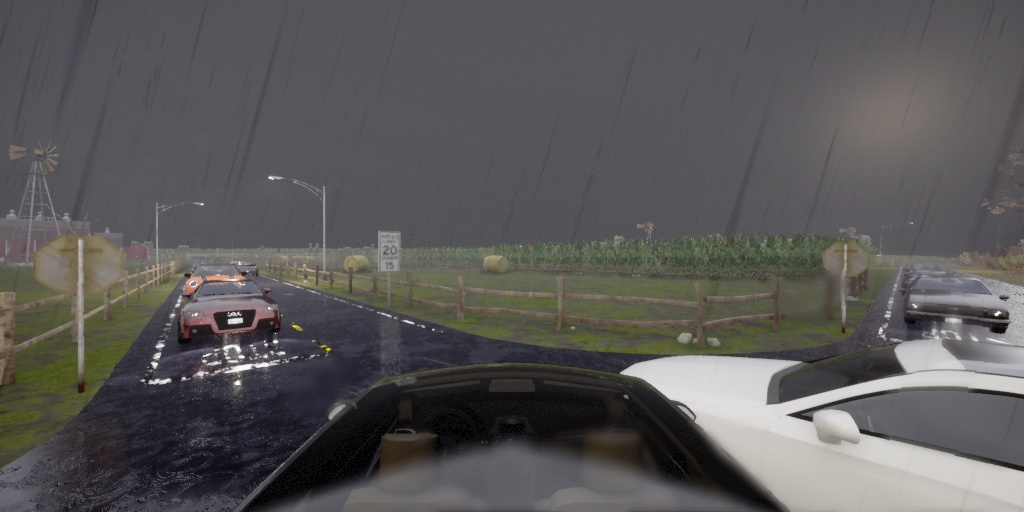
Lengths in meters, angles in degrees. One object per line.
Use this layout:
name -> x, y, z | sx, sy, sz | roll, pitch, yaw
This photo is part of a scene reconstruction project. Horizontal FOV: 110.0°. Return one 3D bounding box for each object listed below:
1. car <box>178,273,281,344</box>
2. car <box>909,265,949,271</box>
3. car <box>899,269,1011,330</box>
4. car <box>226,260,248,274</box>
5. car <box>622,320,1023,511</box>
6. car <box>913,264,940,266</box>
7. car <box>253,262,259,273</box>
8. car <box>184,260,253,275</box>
car -> -7.849, 1.349, 9.931 | 1.994, 1.385, 4.181 | 0, 0, -42
car -> 21.018, 1.364, 17.929 | 4.181, 1.385, 1.994 | 0, 1, -43
car -> 13.622, 1.335, 11.209 | 5.357, 1.411, 2.033 | 0, 1, -42
car -> -33.291, 1.275, 43.348 | 1.837, 1.490, 4.892 | 0, 0, -41
car -> 2.857, 1.293, 2.241 | 1.812, 1.442, 4.674 | 0, 1, -43
car -> 28.645, 1.309, 24.850 | 4.902, 1.511, 2.128 | 0, 1, -42
car -> -26.642, 1.259, 35.825 | 2.128, 1.511, 4.902 | 0, 0, -41
car -> -13.562, 1.130, 16.469 | 2.097, 1.767, 4.553 | 0, 0, -41
